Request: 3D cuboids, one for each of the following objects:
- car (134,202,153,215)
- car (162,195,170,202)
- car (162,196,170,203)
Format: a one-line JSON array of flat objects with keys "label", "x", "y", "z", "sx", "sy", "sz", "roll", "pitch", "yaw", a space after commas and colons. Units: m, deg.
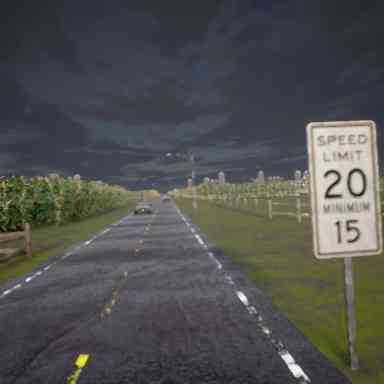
[{"label": "car", "x": -5.687, "y": 1.875, "z": 39.230, "sx": 1.994, "sy": 1.385, "sz": 4.181, "roll": -3, "pitch": 0, "yaw": -5}, {"label": "car", "x": -6.925, "y": 1.685, "z": 89.293, "sx": 1.882, "sy": 1.535, "sz": 5.008, "roll": -3, "pitch": 0, "yaw": -5}, {"label": "car", "x": -6.091, "y": 1.792, "z": 78.904, "sx": 1.837, "sy": 1.490, "sz": 4.892, "roll": -3, "pitch": 0, "yaw": -5}]
